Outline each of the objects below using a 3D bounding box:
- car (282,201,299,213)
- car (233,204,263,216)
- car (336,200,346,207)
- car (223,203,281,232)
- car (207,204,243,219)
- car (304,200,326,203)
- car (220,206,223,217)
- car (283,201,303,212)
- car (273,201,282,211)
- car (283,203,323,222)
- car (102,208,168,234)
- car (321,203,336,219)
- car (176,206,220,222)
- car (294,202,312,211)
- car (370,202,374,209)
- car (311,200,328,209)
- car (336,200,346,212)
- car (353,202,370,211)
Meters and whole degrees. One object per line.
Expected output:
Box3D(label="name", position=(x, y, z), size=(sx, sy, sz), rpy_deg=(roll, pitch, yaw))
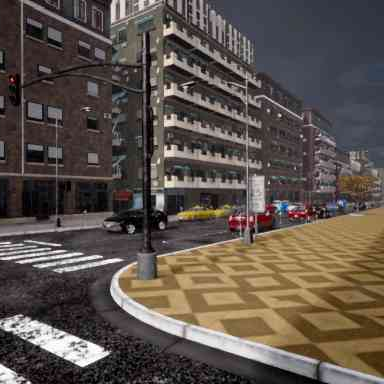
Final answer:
Box3D(label="car", position=(15.028, 2.317, 47.800), size=(1.812, 1.442, 4.674), rpy_deg=(-1, -2, 35))
Box3D(label="car", position=(6.963, 2.222, 40.870), size=(1.947, 1.339, 4.313), rpy_deg=(-2, -2, 35))
Box3D(label="car", position=(39.166, 2.883, 87.162), size=(1.690, 1.788, 3.998), rpy_deg=(-2, -2, 35))
Box3D(label="car", position=(4.093, 1.751, 22.219), size=(1.967, 1.590, 4.097), rpy_deg=(-2, -2, 35))
Box3D(label="car", position=(3.635, 2.091, 36.096), size=(1.752, 1.417, 4.829), rpy_deg=(-2, -2, 35))
Box3D(label="car", position=(17.375, 2.260, 45.724), size=(1.837, 1.490, 4.892), rpy_deg=(-1, -1, 35))
Box3D(label="car", position=(5.288, 2.075, 33.968), size=(2.033, 1.411, 5.357), rpy_deg=(-1, -1, 35))
Box3D(label="car", position=(16.652, 2.361, 54.777), size=(1.967, 1.590, 4.097), rpy_deg=(-2, -2, 35))
Box3D(label="car", position=(10.192, 2.289, 45.505), size=(1.887, 1.381, 4.507), rpy_deg=(-2, -2, 35))
Box3D(label="car", position=(10.555, 2.032, 31.486), size=(1.887, 1.381, 4.507), rpy_deg=(-2, -2, 35))
Box3D(label="car", position=(-3.510, 1.794, 21.359), size=(1.837, 1.490, 4.892), rpy_deg=(-1, -2, 35))
Box3D(label="car", position=(13.786, 2.141, 36.120), size=(1.947, 1.339, 4.313), rpy_deg=(-2, -2, 35))
Box3D(label="car", position=(0.404, 2.002, 31.462), size=(1.752, 1.417, 4.829), rpy_deg=(-2, -2, 35))
Box3D(label="car", position=(19.884, 2.554, 59.409), size=(1.887, 1.381, 4.507), rpy_deg=(-2, -2, 35))
Box3D(label="car", position=(36.397, 2.745, 68.563), size=(2.008, 1.369, 4.403), rpy_deg=(-2, -2, 35))
Box3D(label="car", position=(26.342, 2.501, 68.685), size=(2.192, 1.841, 5.009), rpy_deg=(-2, -2, 35))
Box3D(label="car", position=(23.425, 2.468, 54.417), size=(2.033, 1.411, 5.357), rpy_deg=(-1, -1, 36))
Box3D(label="car", position=(29.937, 2.583, 59.293), size=(1.947, 1.339, 4.313), rpy_deg=(-2, -2, 35))
